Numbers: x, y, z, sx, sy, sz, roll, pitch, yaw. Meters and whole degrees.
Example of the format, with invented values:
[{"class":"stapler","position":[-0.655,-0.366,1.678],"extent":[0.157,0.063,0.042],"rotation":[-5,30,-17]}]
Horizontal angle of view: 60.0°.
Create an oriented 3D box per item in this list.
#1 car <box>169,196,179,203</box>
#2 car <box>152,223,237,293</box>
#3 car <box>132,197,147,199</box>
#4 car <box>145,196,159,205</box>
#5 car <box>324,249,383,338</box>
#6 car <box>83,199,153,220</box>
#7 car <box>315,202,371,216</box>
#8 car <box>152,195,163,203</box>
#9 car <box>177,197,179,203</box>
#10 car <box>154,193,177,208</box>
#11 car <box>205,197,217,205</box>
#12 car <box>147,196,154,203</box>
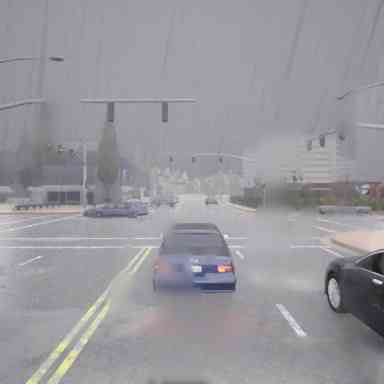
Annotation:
[{"class":"car","position":[-3.708,1.505,68.259],"extent":[1.837,1.490,4.892],"rotation":[0,0,0]},{"class":"car","position":[0.056,1.547,8.993],"extent":[2.033,1.411,5.357],"rotation":[0,0,0]},{"class":"car","position":[-7.221,1.526,42.056],"extent":[1.812,1.442,4.674],"rotation":[0,0,0]},{"class":"car","position":[-7.245,1.505,60.577],"extent":[1.837,1.490,4.892],"rotation":[0,0,0]},{"class":"car","position":[3.548,1.505,4.746],"extent":[1.837,1.490,4.892],"rotation":[0,0,0]},{"class":"car","position":[-6.315,1.547,28.054],"extent":[5.357,1.411,2.033],"rotation":[0,0,-1]},{"class":"car","position":[14.355,1.601,31.910],"extent":[4.718,1.301,1.895],"rotation":[0,0,1]},{"class":"car","position":[-7.205,1.500,70.629],"extent":[1.837,1.490,4.892],"rotation":[0,0,0]},{"class":"car","position":[-3.748,1.526,58.108],"extent":[1.812,1.442,4.674],"rotation":[0,0,0]},{"class":"car","position":[-3.726,1.221,48.351],"extent":[2.150,2.045,5.566],"rotation":[0,0,0]},{"class":"car","position":[3.425,1.564,60.159],"extent":[1.994,1.385,4.181],"rotation":[0,0,0]},{"class":"car","position":[-7.241,1.526,51.012],"extent":[1.812,1.442,4.674],"rotation":[0,0,0]}]
